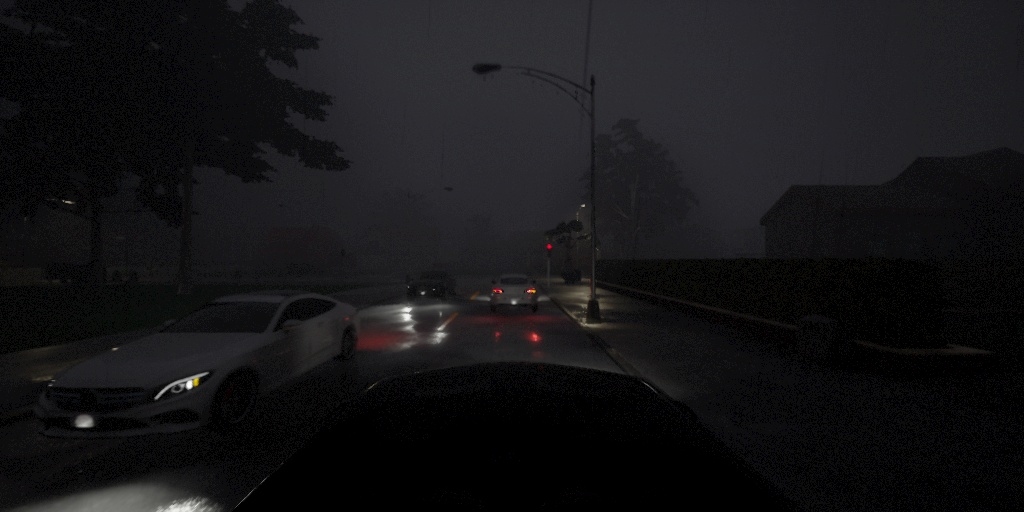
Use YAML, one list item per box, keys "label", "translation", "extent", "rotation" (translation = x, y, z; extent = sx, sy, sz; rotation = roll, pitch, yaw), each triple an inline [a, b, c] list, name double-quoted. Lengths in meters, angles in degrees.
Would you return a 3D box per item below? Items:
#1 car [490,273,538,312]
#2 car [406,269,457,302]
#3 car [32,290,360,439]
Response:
- label: "car"
  translation: [0.082, 1.443, 15.117]
  extent: [1.812, 1.442, 4.674]
  rotation: [0, -1, 0]
- label: "car"
  translation: [-4.022, 1.467, 18.601]
  extent: [1.837, 1.490, 4.892]
  rotation: [0, -1, 0]
- label: "car"
  translation: [-4.088, 1.328, 5.776]
  extent: [1.812, 1.442, 4.674]
  rotation: [0, 0, 1]
